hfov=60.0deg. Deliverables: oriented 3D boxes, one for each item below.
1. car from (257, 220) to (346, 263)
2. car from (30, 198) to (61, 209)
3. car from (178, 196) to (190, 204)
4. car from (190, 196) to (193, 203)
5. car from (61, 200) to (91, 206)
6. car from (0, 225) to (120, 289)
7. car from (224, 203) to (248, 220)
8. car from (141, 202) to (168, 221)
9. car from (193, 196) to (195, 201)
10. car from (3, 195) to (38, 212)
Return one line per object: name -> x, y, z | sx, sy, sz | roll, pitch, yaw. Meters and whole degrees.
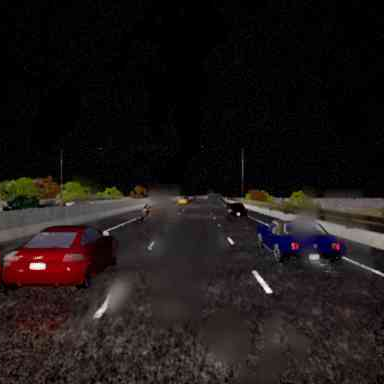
car -> 3.655, 1.655, 12.100 | 1.895, 1.301, 4.718 | 0, 0, 0
car -> -17.085, 1.738, 40.669 | 2.033, 1.411, 5.357 | 0, 0, 2
car -> -1.928, 1.867, 72.688 | 1.801, 1.575, 5.366 | 0, 0, 2
car -> -1.436, 1.842, 83.425 | 2.097, 1.767, 4.553 | 0, 0, 3
car -> -13.589, 1.740, 40.622 | 2.033, 1.411, 5.357 | 0, 0, 1
car -> -3.361, 1.602, 9.280 | 1.994, 1.385, 4.181 | 0, 0, 0
car -> 3.884, 1.670, 29.809 | 1.812, 1.442, 4.674 | 0, 0, 1
car -> -3.139, 1.625, 28.571 | 2.128, 1.511, 4.902 | 0, 0, 1
car -> -0.862, 2.176, 94.436 | 1.895, 1.301, 4.718 | 0, 0, 3
car -> -20.589, 1.406, 40.503 | 2.150, 2.045, 5.566 | 0, 0, 2
